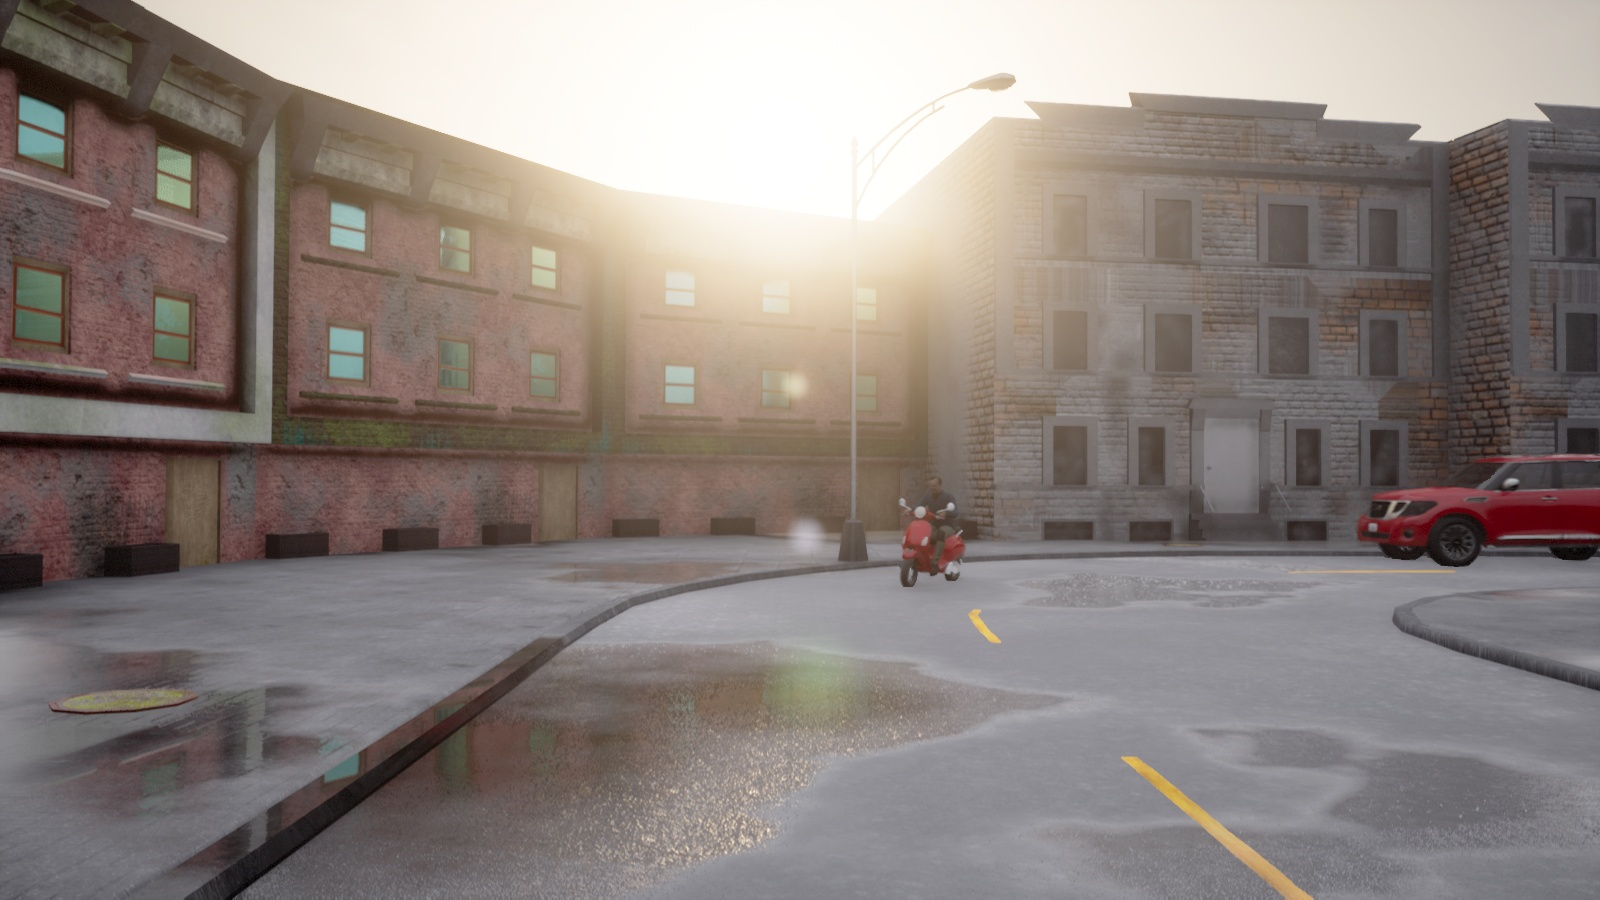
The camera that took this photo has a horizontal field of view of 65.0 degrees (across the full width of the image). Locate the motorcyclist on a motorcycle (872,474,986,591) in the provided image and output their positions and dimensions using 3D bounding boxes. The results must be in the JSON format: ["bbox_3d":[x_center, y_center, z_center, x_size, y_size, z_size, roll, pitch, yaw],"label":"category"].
[{"bbox_3d":[1.897,1.150,18.281,0.866,1.590,1.817,1,0,34],"label":"motorcyclist on a motorcycle"}]

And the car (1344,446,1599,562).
[{"bbox_3d":[13.375,0.974,23.363,5.566,2.045,2.150,0,-1,0],"label":"car"}]
